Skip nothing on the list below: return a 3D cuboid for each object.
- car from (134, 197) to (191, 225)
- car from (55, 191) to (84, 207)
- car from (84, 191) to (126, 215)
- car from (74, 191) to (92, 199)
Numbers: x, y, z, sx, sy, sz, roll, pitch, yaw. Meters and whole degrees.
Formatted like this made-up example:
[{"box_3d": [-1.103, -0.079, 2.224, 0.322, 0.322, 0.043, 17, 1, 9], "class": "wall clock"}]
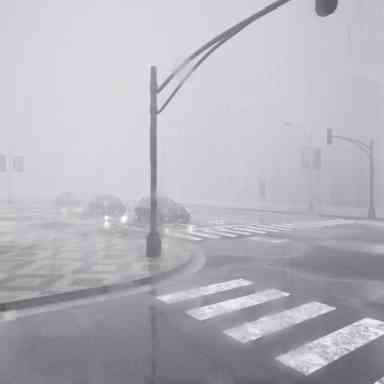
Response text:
[{"box_3d": [-2.019, 1.112, 21.776, 2.097, 1.767, 4.553, 0, 1, -35], "class": "car"}, {"box_3d": [-14.758, 0.800, 39.492, 2.097, 1.767, 4.553, 0, 1, -35], "class": "car"}, {"box_3d": [-7.599, 0.978, 29.543, 2.097, 1.767, 4.553, 0, 1, -36], "class": "car"}, {"box_3d": [-21.719, 0.520, 66.160, 1.882, 1.535, 5.008, 0, 1, -36], "class": "car"}]
